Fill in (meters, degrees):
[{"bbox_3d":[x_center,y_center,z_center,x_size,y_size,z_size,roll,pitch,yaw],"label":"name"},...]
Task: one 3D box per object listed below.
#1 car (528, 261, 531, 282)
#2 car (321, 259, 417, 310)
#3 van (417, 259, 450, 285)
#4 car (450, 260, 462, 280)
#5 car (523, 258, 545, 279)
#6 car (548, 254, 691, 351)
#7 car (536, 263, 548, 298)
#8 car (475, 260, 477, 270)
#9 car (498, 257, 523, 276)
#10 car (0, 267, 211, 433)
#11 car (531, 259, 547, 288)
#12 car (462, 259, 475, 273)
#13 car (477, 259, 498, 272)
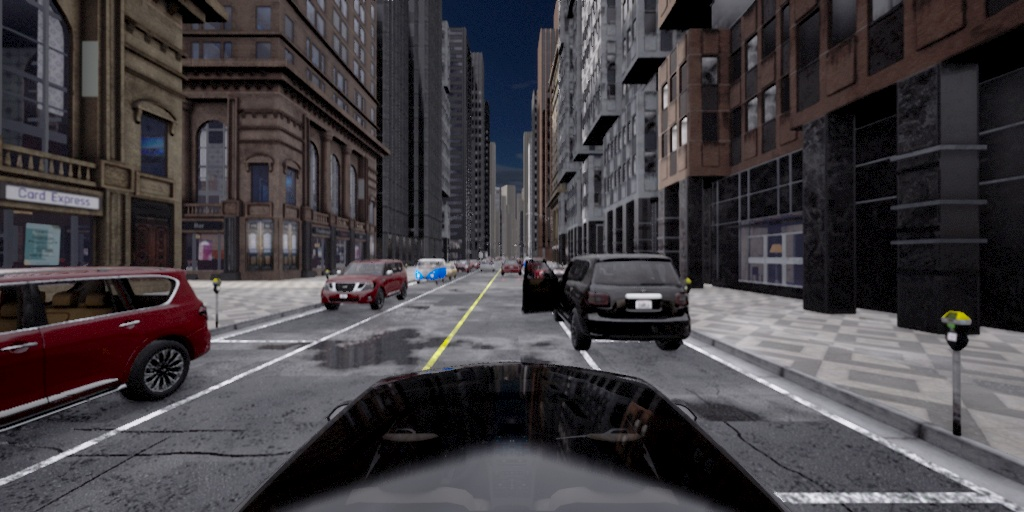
[{"bbox_3d":[2.655,1.350,31.687,1.802,1.307,4.207,0,0,0],"label":"car"},{"bbox_3d":[-5.807,1.070,14.837,2.192,1.841,5.009,0,0,0],"label":"car"},{"bbox_3d":[-5.849,1.104,26.039,1.690,1.789,3.998,0,0,0],"label":"van"},{"bbox_3d":[-5.870,1.293,31.471,1.751,1.417,4.829,0,0,0],"label":"car"},{"bbox_3d":[2.633,1.087,37.289,2.192,1.841,5.009,0,0,0],"label":"car"},{"bbox_3d":[2.371,0.974,9.159,2.150,2.045,5.566,0,0,0],"label":"car"},{"bbox_3d":[2.697,1.309,20.483,2.007,1.370,4.403,0,0,0],"label":"car"},{"bbox_3d":[-5.955,1.229,54.048,1.967,1.591,4.097,0,0,0],"label":"car"},{"bbox_3d":[-0.060,1.126,38.340,2.097,1.767,4.553,0,0,0],"label":"car"},{"bbox_3d":[-5.765,1.065,3.634,2.192,1.841,5.009,0,0,0],"label":"car"},{"bbox_3d":[2.676,1.203,26.086,1.967,1.591,4.097,0,0,0],"label":"car"},{"bbox_3d":[-5.913,1.218,42.845,1.967,1.591,4.097,0,0,0],"label":"car"},{"bbox_3d":[-3.172,1.383,47.487,1.895,1.301,4.718,0,0,0],"label":"car"}]
